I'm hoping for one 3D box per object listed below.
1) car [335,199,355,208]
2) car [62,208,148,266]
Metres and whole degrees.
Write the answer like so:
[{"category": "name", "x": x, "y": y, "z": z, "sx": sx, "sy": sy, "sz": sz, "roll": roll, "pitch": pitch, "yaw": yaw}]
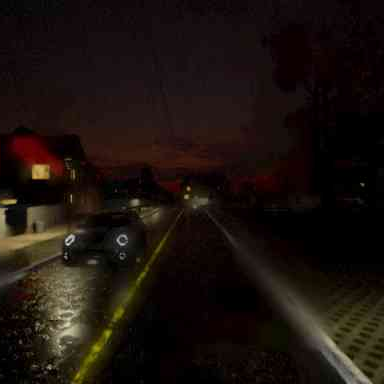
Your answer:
[{"category": "car", "x": 23.023, "y": 1.808, "z": 50.055, "sx": 5.008, "sy": 1.535, "sz": 1.882, "roll": -1, "pitch": -1, "yaw": 36}, {"category": "car", "x": -2.849, "y": 1.434, "z": 11.775, "sx": 2.097, "sy": 1.767, "sz": 4.553, "roll": 0, "pitch": 0, "yaw": 0}]
